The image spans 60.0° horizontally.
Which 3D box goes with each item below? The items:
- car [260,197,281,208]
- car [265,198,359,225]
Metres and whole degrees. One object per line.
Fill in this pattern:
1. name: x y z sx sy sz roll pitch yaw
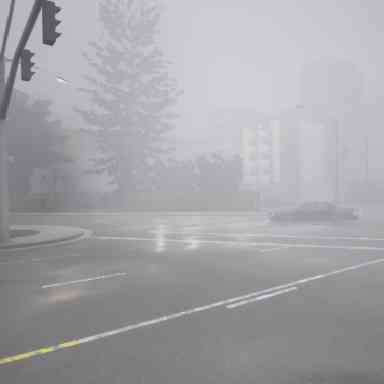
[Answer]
1. car: 9.547 1.193 37.665 1.895 1.301 4.718 -1 1 -35
2. car: 7.656 1.324 21.366 5.357 1.411 2.033 -1 1 7
